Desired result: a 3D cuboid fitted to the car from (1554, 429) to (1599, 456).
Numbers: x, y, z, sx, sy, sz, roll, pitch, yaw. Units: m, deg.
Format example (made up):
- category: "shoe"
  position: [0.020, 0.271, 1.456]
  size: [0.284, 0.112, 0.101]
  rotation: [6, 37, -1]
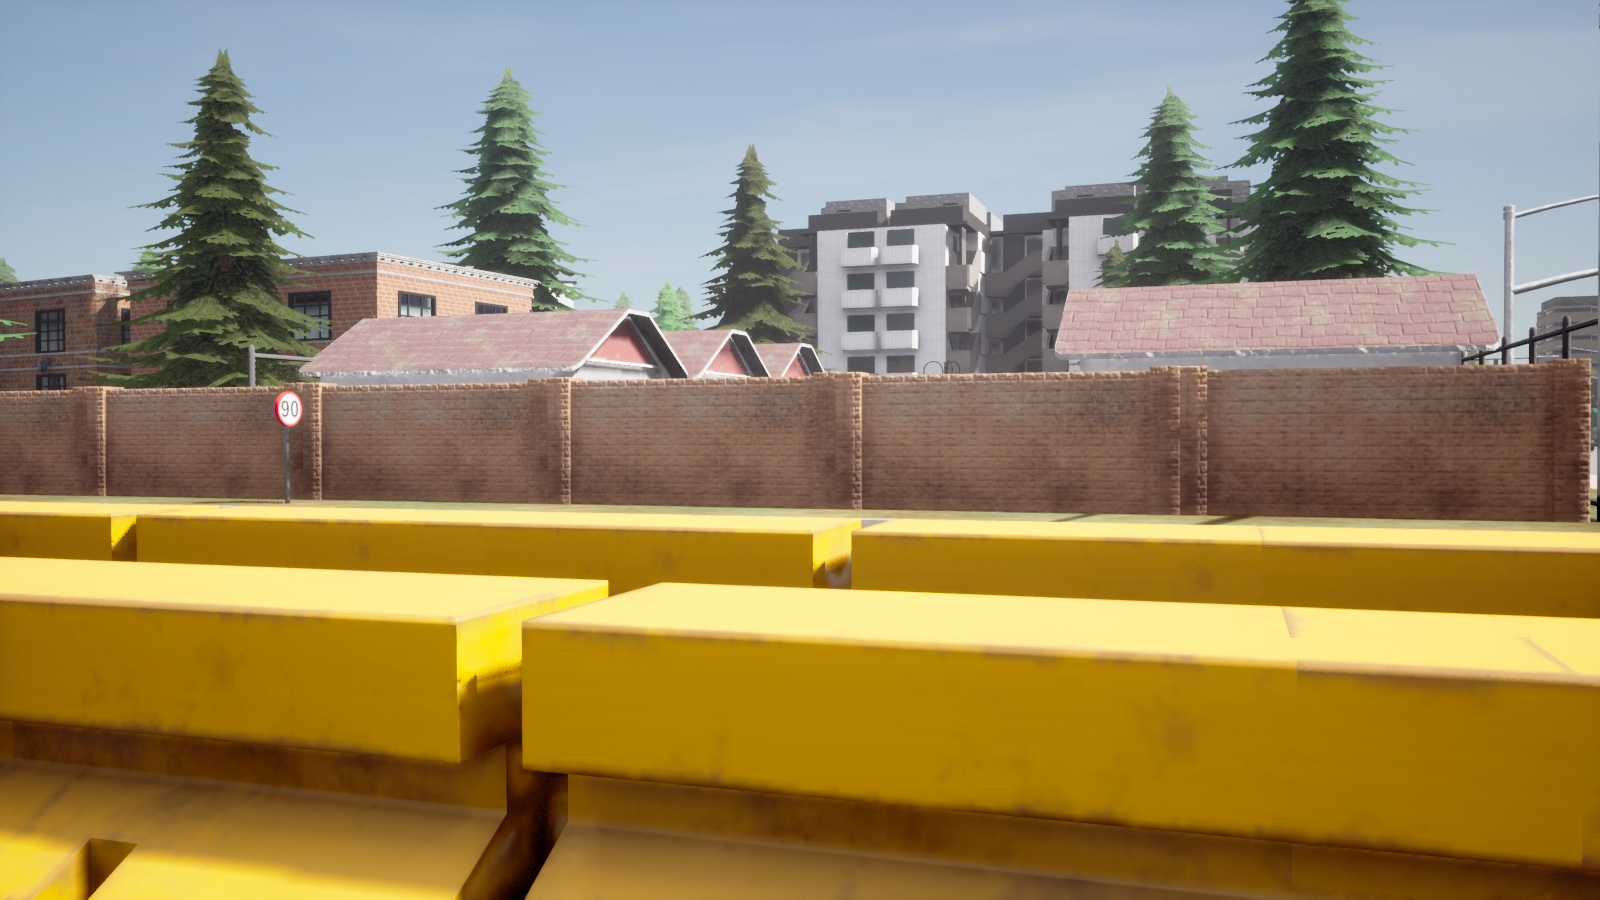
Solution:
- category: "car"
  position: [50.152, -0.497, 80.589]
  size: [2.152, 1.651, 5.027]
  rotation: [1, 1, 20]
